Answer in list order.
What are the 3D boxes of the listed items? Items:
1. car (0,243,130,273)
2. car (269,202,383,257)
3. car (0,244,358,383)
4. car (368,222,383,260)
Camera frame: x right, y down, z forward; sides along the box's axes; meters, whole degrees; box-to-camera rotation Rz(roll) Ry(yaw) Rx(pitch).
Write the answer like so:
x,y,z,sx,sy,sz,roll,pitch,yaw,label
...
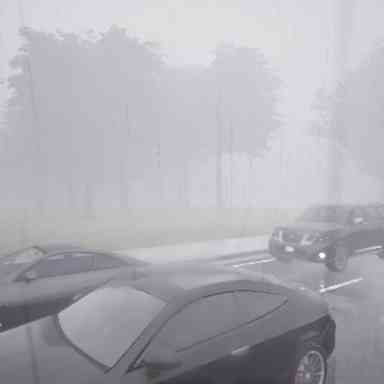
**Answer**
x,y,z,sx,sy,sz,roll,pitch,yaw,label
-2.564,1.637,5.831,4.181,1.385,1.994,1,-1,-37,car
5.114,1.381,11.622,5.566,2.045,2.150,1,-1,-37,car
-0.310,1.572,3.463,4.674,1.442,1.812,1,-1,-37,car
7.123,1.621,9.058,4.902,1.511,2.128,1,-1,-37,car
